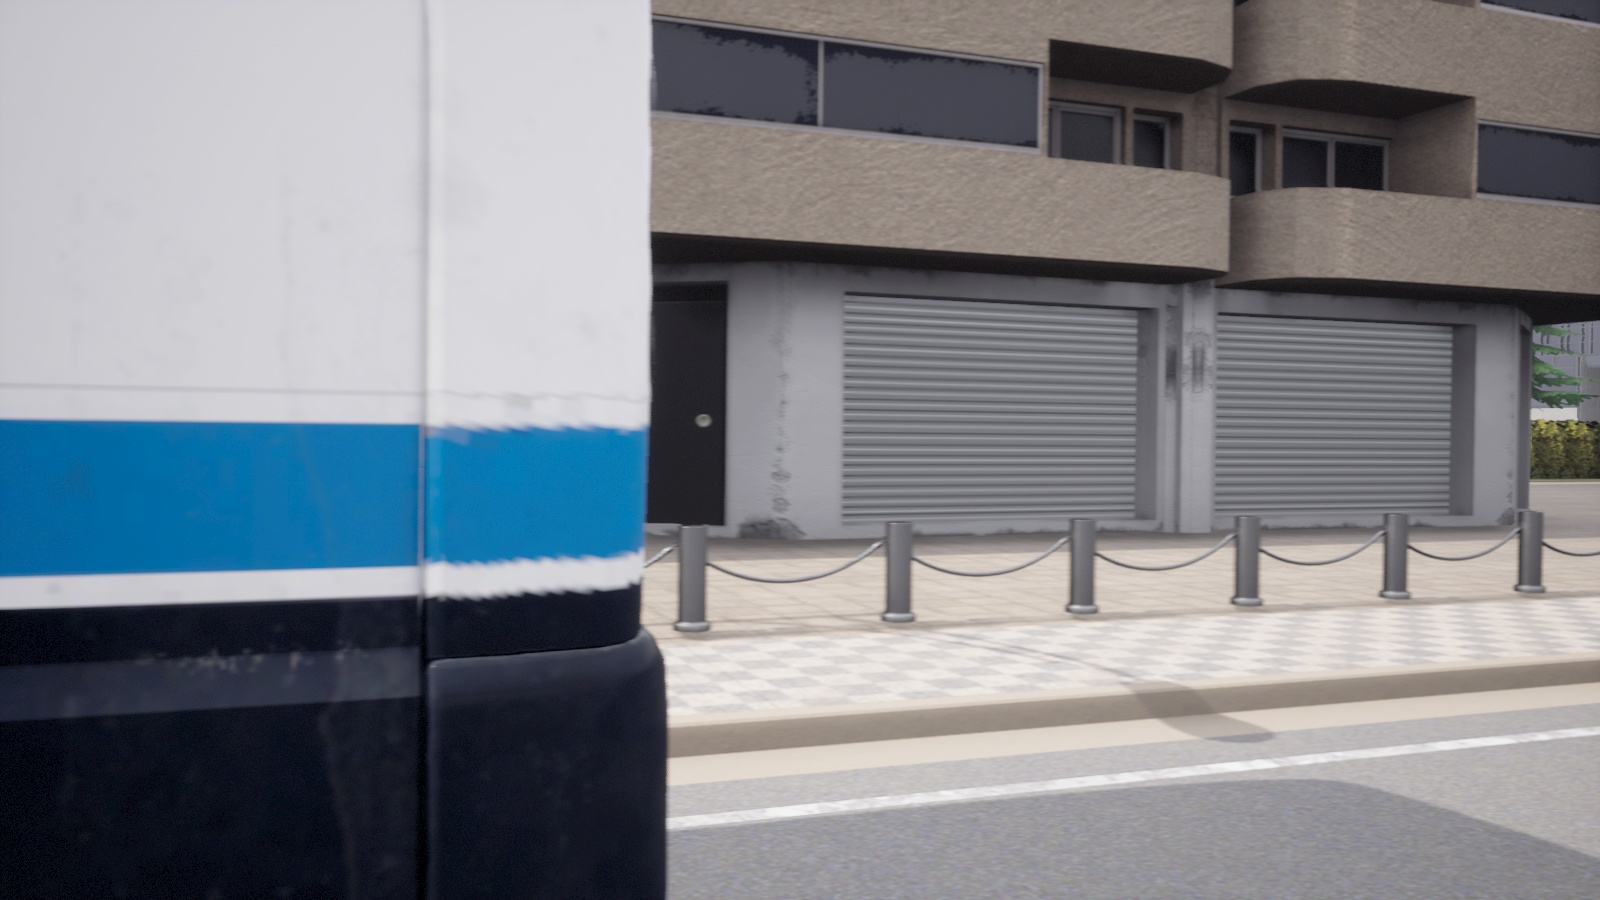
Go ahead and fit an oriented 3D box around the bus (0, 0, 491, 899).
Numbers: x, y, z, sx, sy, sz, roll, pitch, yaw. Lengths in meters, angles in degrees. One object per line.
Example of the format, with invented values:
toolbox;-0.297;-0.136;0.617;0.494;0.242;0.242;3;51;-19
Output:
bus;-5.761;-0.534;1.088;10.273;4.253;3.944;-1;1;-20
